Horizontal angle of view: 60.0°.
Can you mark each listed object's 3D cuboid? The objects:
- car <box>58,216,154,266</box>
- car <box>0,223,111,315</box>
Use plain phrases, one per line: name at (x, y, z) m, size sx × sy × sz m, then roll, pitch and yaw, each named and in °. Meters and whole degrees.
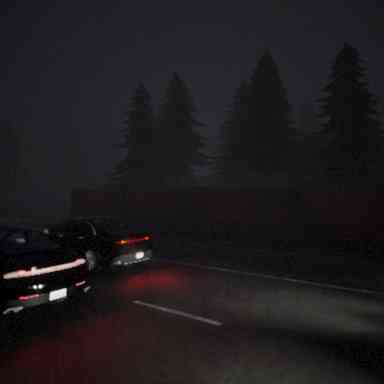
car at (-3.438, 1.531, 10.749) m, size 4.892 × 1.490 × 1.837 m, roll 0°, pitch 0°, yaw 36°
car at (-4.225, 1.513, 7.011) m, size 4.902 × 1.511 × 2.128 m, roll 0°, pitch 0°, yaw 36°
